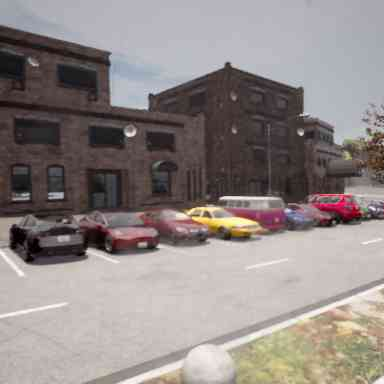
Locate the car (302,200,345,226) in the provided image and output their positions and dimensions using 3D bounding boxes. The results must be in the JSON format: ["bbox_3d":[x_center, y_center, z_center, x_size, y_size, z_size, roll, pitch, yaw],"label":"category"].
[{"bbox_3d":[7.307,1.494,22.507,2.163,1.488,4.792,0,0,-40],"label":"car"}]

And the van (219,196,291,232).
[{"bbox_3d":[3.110,1.259,19.219,1.878,1.987,4.442,0,0,-39],"label":"van"}]

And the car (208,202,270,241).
[{"bbox_3d":[1.171,1.487,17.271,1.946,1.575,5.366,0,0,-38],"label":"car"}]

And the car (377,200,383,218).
[{"bbox_3d":[13.497,1.290,27.930,2.185,1.767,4.553,0,0,-41],"label":"car"}]

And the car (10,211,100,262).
[{"bbox_3d":[-5.446,1.531,12.439,2.163,1.488,4.792,0,0,-36],"label":"car"}]

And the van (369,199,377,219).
[{"bbox_3d":[11.507,1.207,26.015,1.878,1.987,4.442,0,0,-41],"label":"van"}]

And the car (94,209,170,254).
[{"bbox_3d":[-3.233,1.529,14.037,2.163,1.488,4.792,0,0,-37],"label":"car"}]

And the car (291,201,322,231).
[{"bbox_3d":[5.285,1.515,20.848,2.002,1.452,4.674,0,0,-39],"label":"car"}]

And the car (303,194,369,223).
[{"bbox_3d":[9.339,1.200,24.325,2.435,2.045,5.566,0,0,-40],"label":"car"}]

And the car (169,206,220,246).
[{"bbox_3d":[-1.090,1.537,15.730,2.002,1.452,4.674,0,0,-38],"label":"car"}]
